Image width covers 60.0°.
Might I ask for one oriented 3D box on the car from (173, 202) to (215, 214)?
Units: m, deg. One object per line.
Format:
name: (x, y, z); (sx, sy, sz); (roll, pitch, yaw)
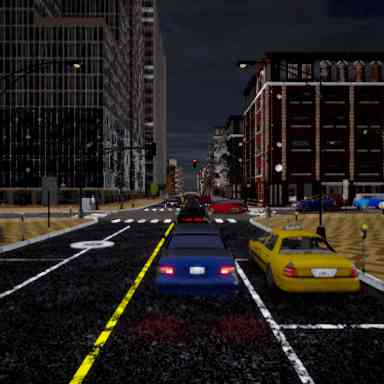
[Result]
car: (0.085, 1.532, 18.658); (1.837, 1.490, 4.892); (0, 0, 0)

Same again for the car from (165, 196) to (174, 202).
car: (-5.309, 1.668, 80.194); (1.887, 1.381, 4.507); (0, 0, 0)

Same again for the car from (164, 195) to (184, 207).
car: (-2.839, 1.569, 51.258); (2.128, 1.511, 4.902); (0, 0, 0)

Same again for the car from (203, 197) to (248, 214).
car: (3.776, 1.550, 35.026); (4.181, 1.385, 1.994); (-1, 0, 32)

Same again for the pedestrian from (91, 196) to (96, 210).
pedestrian: (-12.344, 1.332, 41.607); (0.375, 1.860, 0.375); (0, 1, -1)

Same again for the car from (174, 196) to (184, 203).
car: (-2.743, 1.587, 71.371); (1.882, 1.535, 5.008); (0, 0, 0)

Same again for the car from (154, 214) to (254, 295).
car: (0.098, 1.560, 8.917); (2.033, 1.411, 5.357); (0, 0, 0)

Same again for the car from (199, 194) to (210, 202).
car: (2.570, 1.412, 63.415); (2.192, 1.841, 5.009); (0, 0, 0)

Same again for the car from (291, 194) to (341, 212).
car: (13.289, 1.216, 36.457); (4.553, 1.767, 2.097); (-1, 0, -1)

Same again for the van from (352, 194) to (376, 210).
van: (20.973, 1.107, 39.018); (3.998, 1.788, 1.690); (-1, 1, -1)

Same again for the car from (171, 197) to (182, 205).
car: (-2.812, 1.619, 60.885); (1.812, 1.442, 4.674); (0, 0, 0)

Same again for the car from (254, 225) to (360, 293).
car: (2.565, 1.538, 8.768); (1.752, 1.417, 4.829); (0, 0, 0)

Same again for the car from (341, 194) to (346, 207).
car: (15.317, 1.152, 38.958); (5.009, 1.841, 2.192); (-1, 1, -1)

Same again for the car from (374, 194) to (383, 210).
car: (23.091, 1.267, 36.588); (4.674, 1.442, 1.812); (-1, 0, 0)

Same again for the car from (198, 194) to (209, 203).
car: (2.571, 1.430, 74.601); (2.192, 1.841, 5.009); (0, 0, 0)

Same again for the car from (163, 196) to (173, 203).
car: (-5.309, 1.665, 74.601); (2.008, 1.369, 4.403); (0, 0, 0)
